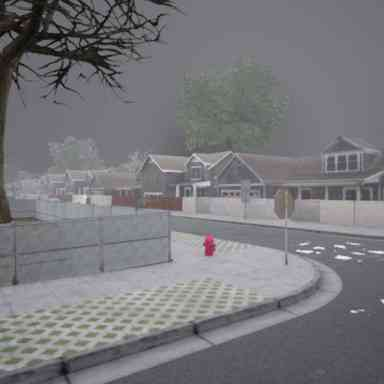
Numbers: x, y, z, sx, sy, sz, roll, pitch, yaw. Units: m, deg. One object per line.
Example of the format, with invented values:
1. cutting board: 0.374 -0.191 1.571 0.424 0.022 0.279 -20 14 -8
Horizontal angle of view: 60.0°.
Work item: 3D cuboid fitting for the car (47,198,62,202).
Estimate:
1. car: -19.287 1.563 46.435 1.812 1.442 4.674 0 0 -36
